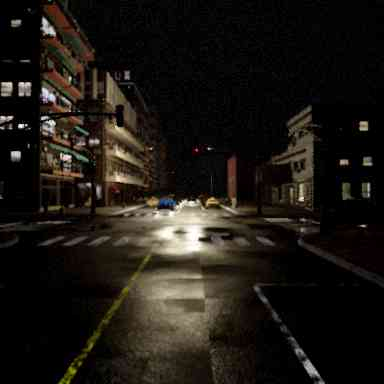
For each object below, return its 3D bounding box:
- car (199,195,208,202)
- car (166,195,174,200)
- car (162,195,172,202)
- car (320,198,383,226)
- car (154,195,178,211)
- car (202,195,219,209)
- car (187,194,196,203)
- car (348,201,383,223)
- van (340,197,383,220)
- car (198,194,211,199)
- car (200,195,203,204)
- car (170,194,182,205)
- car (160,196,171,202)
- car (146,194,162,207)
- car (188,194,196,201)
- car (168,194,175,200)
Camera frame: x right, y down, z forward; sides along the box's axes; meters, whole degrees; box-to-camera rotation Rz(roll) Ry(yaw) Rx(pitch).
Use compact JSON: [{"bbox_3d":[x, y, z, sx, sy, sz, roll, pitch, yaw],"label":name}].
[{"bbox_3d":[2.650,1.492,76.813,2.008,1.369,4.403,0,0,0],"label":"car"},{"bbox_3d":[-5.737,1.490,87.887,1.887,1.381,4.507,0,0,0],"label":"car"},{"bbox_3d":[-5.730,1.467,76.638,1.752,1.417,4.829,0,0,0],"label":"car"},{"bbox_3d":[11.205,1.351,22.401,4.553,1.767,2.097,0,0,3],"label":"car"},{"bbox_3d":[-3.122,1.430,40.441,1.882,1.535,5.008,0,0,0],"label":"car"},{"bbox_3d":[2.669,1.475,43.748,1.752,1.417,4.829,0,0,0],"label":"car"},{"bbox_3d":[-0.038,1.480,69.966,2.033,1.411,5.357,0,0,0],"label":"car"},{"bbox_3d":[14.896,1.497,25.478,5.008,1.535,1.882,0,0,0],"label":"car"},{"bbox_3d":[14.885,1.368,28.069,3.998,1.788,1.690,0,0,0],"label":"van"},{"bbox_3d":[2.661,1.256,60.196,2.192,1.841,5.009,0,0,0],"label":"car"},{"bbox_3d":[2.663,1.525,54.657,1.802,1.307,4.206,0,0,0],"label":"car"},{"bbox_3d":[-3.087,1.469,54.482,1.812,1.442,4.674,0,0,0],"label":"car"},{"bbox_3d":[-5.727,1.492,71.269,2.008,1.369,4.403,0,0,0],"label":"car"},{"bbox_3d":[-5.715,1.473,48.942,1.752,1.417,4.829,0,0,0],"label":"car"},{"bbox_3d":[-0.044,1.309,80.386,1.882,1.535,5.008,0,0,0],"label":"car"},{"bbox_3d":[-5.739,1.388,93.426,1.967,1.590,4.097,0,0,0],"label":"car"}]
